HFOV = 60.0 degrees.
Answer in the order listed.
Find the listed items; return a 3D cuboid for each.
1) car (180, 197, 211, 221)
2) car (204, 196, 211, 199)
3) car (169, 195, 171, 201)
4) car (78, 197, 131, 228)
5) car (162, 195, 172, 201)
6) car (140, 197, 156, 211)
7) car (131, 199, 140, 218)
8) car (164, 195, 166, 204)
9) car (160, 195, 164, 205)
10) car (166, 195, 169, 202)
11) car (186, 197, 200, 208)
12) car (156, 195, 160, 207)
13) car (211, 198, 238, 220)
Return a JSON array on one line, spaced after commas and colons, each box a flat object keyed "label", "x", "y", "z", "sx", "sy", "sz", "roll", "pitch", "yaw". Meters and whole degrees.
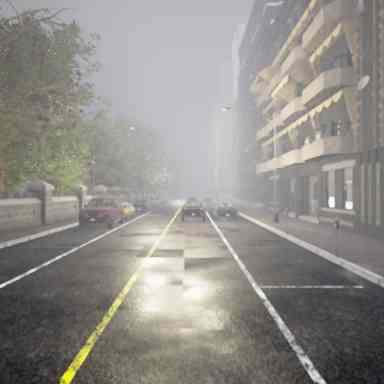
[{"label": "car", "x": 0.099, "y": 1.415, "z": 26.533, "sx": 2.128, "sy": 1.511, "sz": 4.902, "roll": 0, "pitch": 0, "yaw": 0}, {"label": "car", "x": 2.691, "y": 1.393, "z": 60.330, "sx": 2.008, "sy": 1.369, "sz": 4.403, "roll": 0, "pitch": 0, "yaw": 0}, {"label": "car", "x": -5.767, "y": 1.369, "z": 71.403, "sx": 2.008, "sy": 1.369, "sz": 4.403, "roll": 0, "pitch": 0, "yaw": 0}, {"label": "car", "x": -5.687, "y": 1.253, "z": 21.556, "sx": 2.192, "sy": 1.841, "sz": 5.009, "roll": 0, "pitch": 0, "yaw": 0}, {"label": "car", "x": -5.819, "y": 1.352, "z": 76.943, "sx": 1.887, "sy": 1.381, "sz": 4.507, "roll": 0, "pitch": 0, "yaw": 0}, {"label": "car", "x": -5.689, "y": 1.460, "z": 38.173, "sx": 1.947, "sy": 1.339, "sz": 4.313, "roll": 0, "pitch": 0, "yaw": 0}, {"label": "car", "x": -5.688, "y": 1.449, "z": 26.925, "sx": 1.752, "sy": 1.417, "sz": 4.829, "roll": 0, "pitch": 0, "yaw": 0}, {"label": "car", "x": -5.689, "y": 1.380, "z": 54.618, "sx": 1.752, "sy": 1.417, "sz": 4.829, "roll": 0, "pitch": 0, "yaw": 0}, {"label": "car", "x": -5.689, "y": 1.449, "z": 49.250, "sx": 1.802, "sy": 1.307, "sz": 4.206, "roll": 0, "pitch": 0, "yaw": 0}, {"label": "car", "x": -5.689, "y": 1.282, "z": 60.328, "sx": 1.967, "sy": 1.590, "sz": 4.097, "roll": 0, "pitch": 0, "yaw": 0}, {"label": "car", "x": 0.099, "y": 1.401, "z": 45.880, "sx": 1.812, "sy": 1.442, "sz": 4.674, "roll": 0, "pitch": 0, "yaw": 0}, {"label": "car", "x": -5.688, "y": 1.321, "z": 43.711, "sx": 1.967, "sy": 1.590, "sz": 4.097, "roll": 0, "pitch": 0, "yaw": 0}, {"label": "car", "x": 2.692, "y": 1.474, "z": 27.098, "sx": 2.008, "sy": 1.369, "sz": 4.403, "roll": 0, "pitch": 0, "yaw": 0}]
